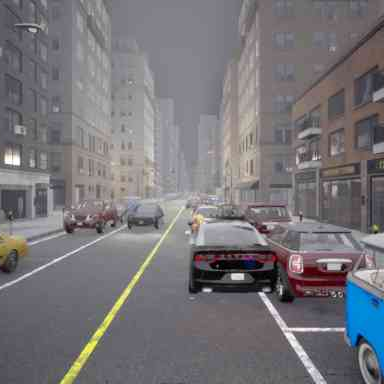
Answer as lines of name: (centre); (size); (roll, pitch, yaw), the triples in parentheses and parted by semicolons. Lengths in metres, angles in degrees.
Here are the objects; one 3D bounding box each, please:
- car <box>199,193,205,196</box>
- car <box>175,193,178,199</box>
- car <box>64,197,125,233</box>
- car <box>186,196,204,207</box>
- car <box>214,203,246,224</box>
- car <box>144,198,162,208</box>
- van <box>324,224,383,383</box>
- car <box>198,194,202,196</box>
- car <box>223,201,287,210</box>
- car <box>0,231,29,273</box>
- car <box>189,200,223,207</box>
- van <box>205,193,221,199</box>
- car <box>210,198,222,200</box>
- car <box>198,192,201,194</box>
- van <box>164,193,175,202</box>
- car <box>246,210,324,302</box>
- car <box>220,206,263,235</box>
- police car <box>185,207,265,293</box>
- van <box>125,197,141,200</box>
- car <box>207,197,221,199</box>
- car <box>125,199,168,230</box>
car: (3.064, 1.390, 75.119); (1.967, 1.590, 4.097); (0, 0, 0)
car: (-5.402, 1.248, 86.319); (2.192, 1.841, 5.009); (0, 0, 0)
car: (-5.756, 1.313, 19.610); (2.192, 1.841, 5.009); (0, 0, 0)
car: (0.238, 1.551, 44.098); (1.994, 1.385, 4.181); (0, 0, 1)
car: (2.799, 1.564, 25.246); (1.947, 1.339, 4.313); (0, 0, 0)
car: (-5.605, 1.533, 47.951); (2.008, 1.369, 4.403); (0, 0, 0)
van: (2.679, 1.341, 2.569); (1.690, 1.788, 3.998); (0, 0, 0)
car: (0.279, 1.454, 53.157); (1.882, 1.535, 5.008); (0, 0, 0)
car: (2.739, 1.314, 13.908); (2.192, 1.841, 5.009); (0, 0, 0)
car: (-5.817, 1.525, 8.104); (1.752, 1.417, 4.829); (0, 0, 0)
car: (0.886, 1.454, 19.079); (1.801, 1.575, 5.366); (0, 0, 0)
van: (2.890, 1.330, 42.255); (1.690, 1.788, 3.998); (0, 0, 0)
car: (2.830, 1.548, 30.915); (2.008, 1.369, 4.403); (0, 0, 0)
car: (3.124, 1.248, 86.289); (2.192, 1.841, 5.009); (0, 0, 0)
van: (-5.461, 1.291, 75.147); (1.690, 1.788, 3.998); (0, 0, 0)
car: (2.709, 1.440, 8.239); (1.967, 1.590, 4.097); (0, 0, 0)
car: (2.769, 1.564, 19.577); (1.947, 1.339, 4.313); (0, 0, 0)
police car: (0.842, 1.425, 8.984); (1.930, 1.638, 5.238); (0, 0, -1)
van: (-5.696, 1.338, 30.946); (1.690, 1.788, 3.998); (0, 0, 0)
car: (2.860, 1.576, 36.585); (1.802, 1.307, 4.206); (0, 0, 0)
car: (-2.888, 1.476, 21.536); (1.882, 1.535, 5.008); (0, 0, 0)
